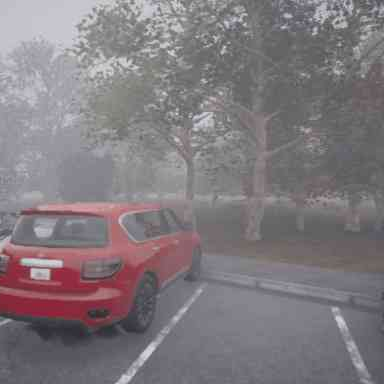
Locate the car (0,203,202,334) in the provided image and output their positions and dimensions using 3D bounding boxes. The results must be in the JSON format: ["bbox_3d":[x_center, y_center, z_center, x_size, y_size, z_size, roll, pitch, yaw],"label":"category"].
[{"bbox_3d":[-1.359,1.238,7.080,2.435,2.045,5.566,0,-1,15],"label":"car"}]

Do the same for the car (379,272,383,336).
[{"bbox_3d":[3.487,1.526,3.617,2.002,1.452,4.674,1,-1,15],"label":"car"}]
